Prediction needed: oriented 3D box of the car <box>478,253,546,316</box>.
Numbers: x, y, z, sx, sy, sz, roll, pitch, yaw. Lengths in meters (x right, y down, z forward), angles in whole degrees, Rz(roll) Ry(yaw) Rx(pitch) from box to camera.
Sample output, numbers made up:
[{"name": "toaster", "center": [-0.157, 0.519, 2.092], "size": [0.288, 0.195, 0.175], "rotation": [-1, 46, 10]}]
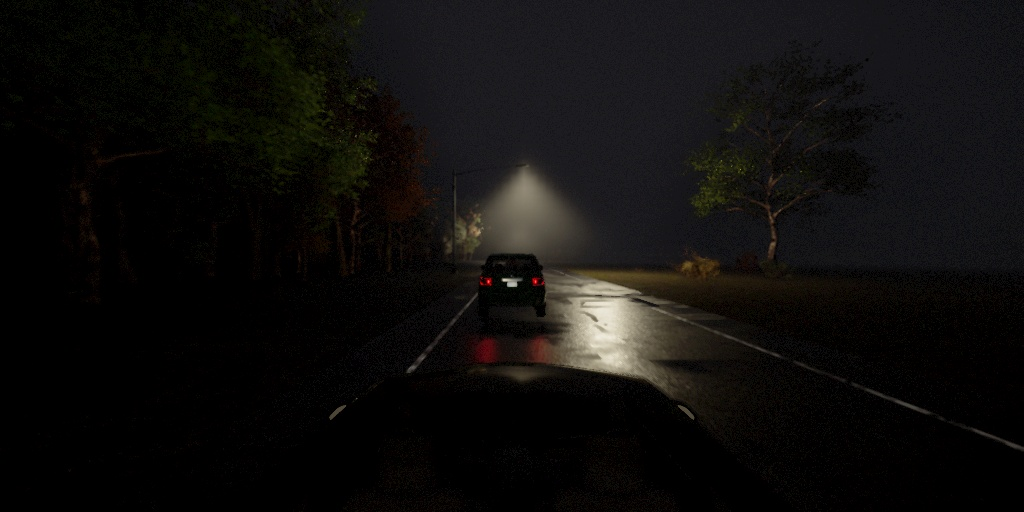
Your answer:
[{"name": "car", "center": [0.003, 0.914, 13.209], "size": [2.150, 2.045, 5.566], "rotation": [0, 0, 0]}]
